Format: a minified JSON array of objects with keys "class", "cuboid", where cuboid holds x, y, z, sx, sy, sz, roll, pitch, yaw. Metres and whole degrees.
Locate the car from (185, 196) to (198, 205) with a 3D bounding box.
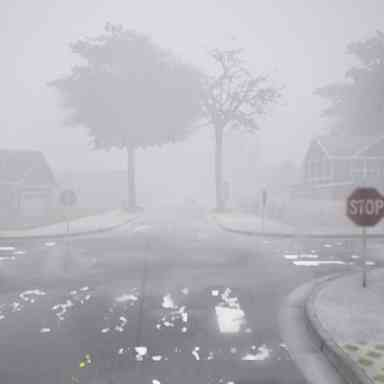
[{"class":"car","cuboid":[-0.142,1.484,56.601,1.812,1.442,4.674,0,0,0]}]
